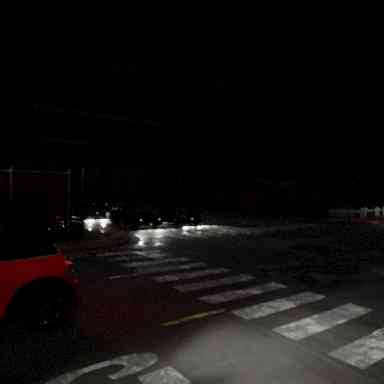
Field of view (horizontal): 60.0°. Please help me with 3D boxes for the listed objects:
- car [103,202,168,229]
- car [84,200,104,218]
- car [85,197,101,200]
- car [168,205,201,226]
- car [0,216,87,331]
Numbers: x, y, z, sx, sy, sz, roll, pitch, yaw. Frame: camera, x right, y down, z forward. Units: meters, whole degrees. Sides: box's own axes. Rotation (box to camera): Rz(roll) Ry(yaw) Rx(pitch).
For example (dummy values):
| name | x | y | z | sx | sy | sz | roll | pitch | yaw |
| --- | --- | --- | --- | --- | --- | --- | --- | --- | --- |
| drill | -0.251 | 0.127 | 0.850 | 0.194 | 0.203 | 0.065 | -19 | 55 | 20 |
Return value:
| name | x | y | z | sx | sy | sz | roll | pitch | yaw |
| --- | --- | --- | --- | --- | --- | --- | --- | --- | --- |
| car | -4.135 | 1.682 | 23.428 | 2.033 | 1.411 | 5.357 | 1 | 0 | -35 |
| car | -9.476 | 1.698 | 30.951 | 1.994 | 1.385 | 4.181 | 1 | 0 | -35 |
| car | -11.802 | 1.514 | 40.232 | 2.097 | 1.767 | 4.553 | 1 | 0 | -36 |
| car | -1.119 | 1.725 | 25.223 | 1.994 | 1.385 | 4.181 | 1 | 0 | -35 |
| car | -4.256 | 1.347 | 5.256 | 4.553 | 1.767 | 2.097 | 1 | 0 | -35 |
